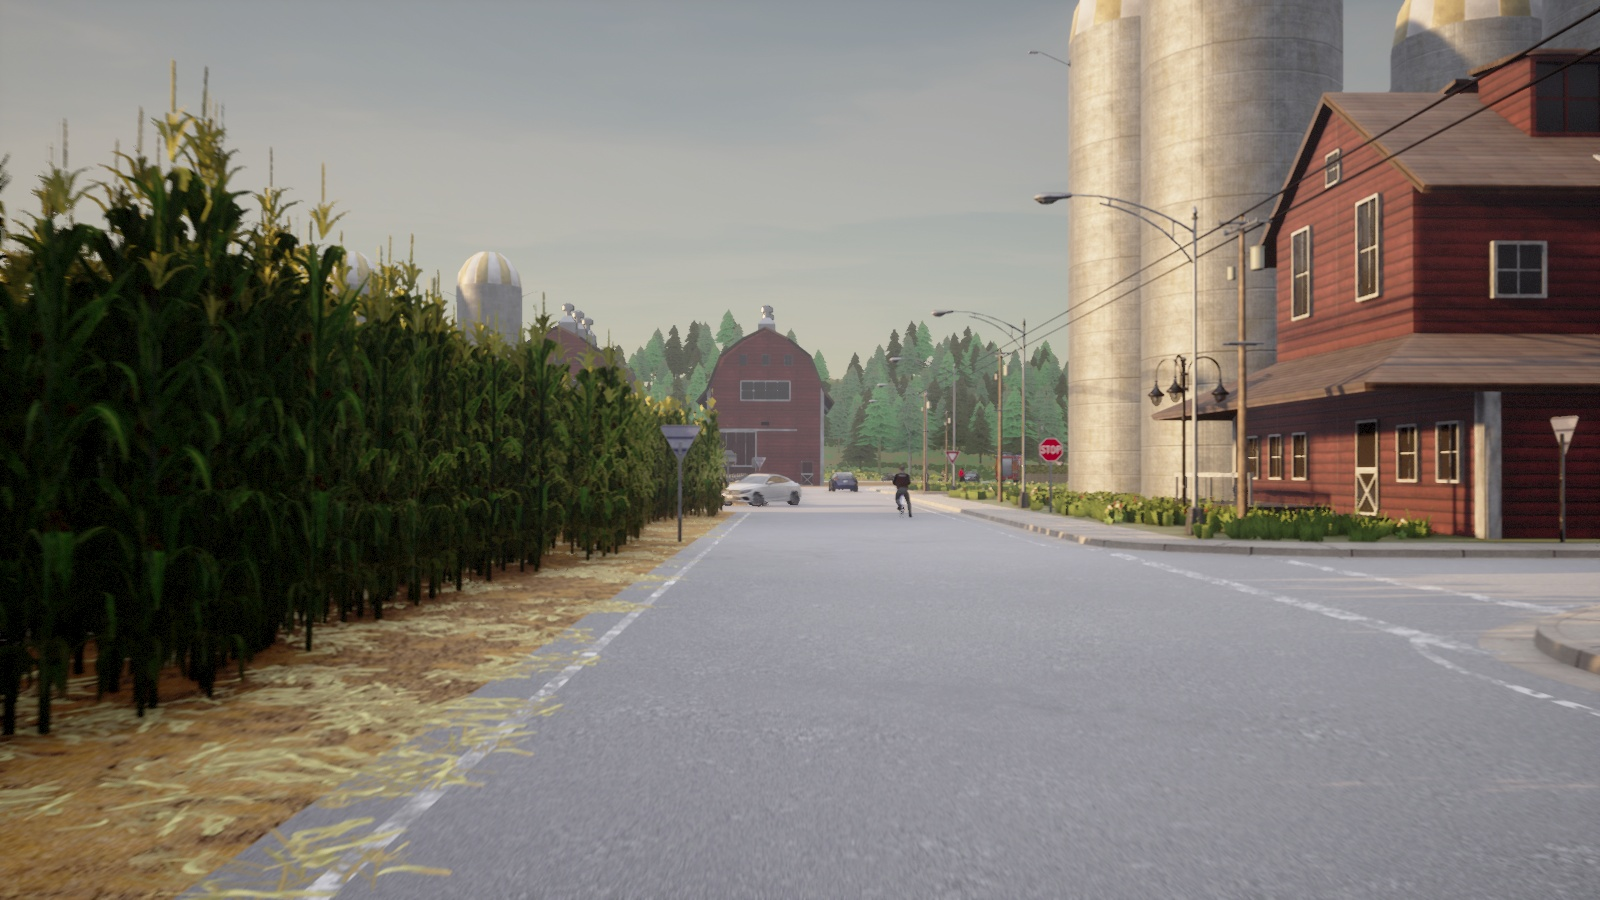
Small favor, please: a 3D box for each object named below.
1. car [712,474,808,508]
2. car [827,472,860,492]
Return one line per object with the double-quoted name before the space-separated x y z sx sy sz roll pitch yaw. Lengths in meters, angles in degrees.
"car" -1.709 1.779 55.658 1.812 1.442 4.674 0 -1 35
"car" 3.285 2.401 95.568 2.163 1.488 4.792 0 -1 -3
